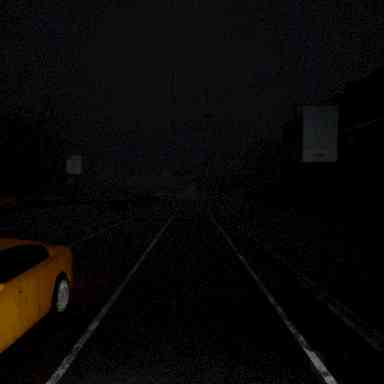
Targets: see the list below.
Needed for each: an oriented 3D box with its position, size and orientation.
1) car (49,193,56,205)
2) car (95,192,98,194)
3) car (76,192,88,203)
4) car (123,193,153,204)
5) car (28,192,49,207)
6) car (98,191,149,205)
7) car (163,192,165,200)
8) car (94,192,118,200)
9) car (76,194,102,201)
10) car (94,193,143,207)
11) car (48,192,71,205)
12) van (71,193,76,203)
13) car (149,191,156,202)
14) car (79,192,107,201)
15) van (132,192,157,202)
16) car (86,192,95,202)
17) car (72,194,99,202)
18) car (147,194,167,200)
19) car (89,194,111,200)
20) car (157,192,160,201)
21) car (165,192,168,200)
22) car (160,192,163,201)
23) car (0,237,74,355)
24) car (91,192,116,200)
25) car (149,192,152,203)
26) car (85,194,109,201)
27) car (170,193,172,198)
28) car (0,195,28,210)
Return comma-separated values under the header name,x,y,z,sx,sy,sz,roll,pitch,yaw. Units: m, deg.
name,x,y,z,sx,sy,sz,roll,pitch,yaw
car,-21.920,1.199,46.137,4.674,1.452,2.002,0,0,0
car,-21.920,1.189,65.629,5.008,1.535,2.097,0,0,0
car,-21.917,1.216,60.057,4.674,1.452,2.002,0,0,0
car,-8.805,1.036,54.546,4.553,1.767,2.185,0,0,0
car,-21.924,1.162,43.350,5.008,1.535,2.097,0,0,0
car,-8.868,0.911,43.335,5.566,2.045,2.435,0,0,0
car,-8.878,0.944,68.565,5.566,2.045,2.435,0,0,0
car,-21.920,1.011,85.000,5.566,2.045,2.435,0,0,0
car,-21.961,1.232,71.199,4.792,1.488,2.163,0,0,0
car,-8.836,1.172,40.535,4.892,1.521,2.231,0,0,0
car,-21.885,1.033,51.705,4.553,1.767,2.185,0,0,0
van,-22.033,0.936,54.486,4.442,1.987,1.878,0,0,0
car,-8.865,0.907,51.745,5.566,2.045,2.435,0,0,0
car,-21.907,0.960,73.983,5.566,2.045,2.435,0,0,0
van,-8.959,0.956,62.957,4.442,1.987,1.878,0,0,0
car,-21.737,1.179,62.843,5.366,1.575,1.946,0,0,0
car,-21.899,1.225,68.414,4.792,1.488,2.163,0,0,0
car,-8.899,1.293,85.380,4.792,1.488,2.163,0,0,0
car,-21.939,1.273,79.429,4.674,1.452,2.002,0,0,0
car,-8.834,1.176,60.154,4.892,1.521,2.231,0,0,0
car,-8.857,1.233,79.777,5.008,1.535,2.097,0,0,0
car,-8.840,1.188,65.760,5.008,1.535,2.097,0,0,0
car,-3.249,1.442,4.536,1.882,1.535,5.008,0,0,0
car,-21.916,0.996,82.338,5.566,2.045,2.435,0,0,0
car,-8.843,1.156,48.940,4.892,1.521,2.231,0,0,0
car,-21.933,1.222,76.769,5.008,1.535,2.097,0,0,0
car,-8.850,1.340,93.790,4.792,1.488,2.163,0,0,0
car,-21.918,1.183,37.781,5.008,1.535,2.097,0,0,0
